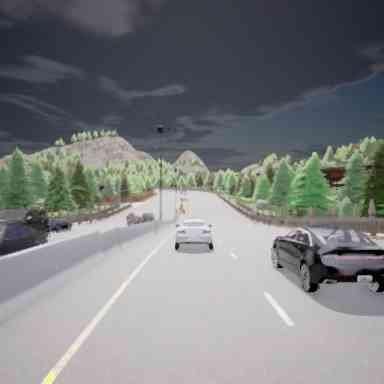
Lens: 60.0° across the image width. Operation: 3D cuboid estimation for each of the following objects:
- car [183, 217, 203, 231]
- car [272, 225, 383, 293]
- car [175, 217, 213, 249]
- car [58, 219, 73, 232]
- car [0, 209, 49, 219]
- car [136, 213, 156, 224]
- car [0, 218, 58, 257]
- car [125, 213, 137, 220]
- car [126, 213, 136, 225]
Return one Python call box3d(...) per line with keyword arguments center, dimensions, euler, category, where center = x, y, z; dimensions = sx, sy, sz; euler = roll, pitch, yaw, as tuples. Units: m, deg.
box3d(center=(0.090, 3.643, 38.922), dimensions=(2.128, 1.511, 4.902), euler=(0, -4, 0), category="car")
box3d(center=(3.598, 1.684, 9.359), dimensions=(2.128, 1.511, 4.902), euler=(0, -2, 0), category="car")
box3d(center=(0.095, 2.166, 17.763), dimensions=(1.812, 1.442, 4.674), euler=(0, -4, 0), category="car")
box3d(center=(-14.087, 3.432, 34.431), dimensions=(1.895, 1.301, 4.718), euler=(0, -4, 0), category="car")
box3d(center=(-10.601, 2.045, 20.281), dimensions=(2.150, 2.045, 5.566), euler=(0, -4, 0), category="car")
box3d(center=(-7.054, 4.395, 53.339), dimensions=(2.150, 2.045, 5.566), euler=(0, -4, 1), category="car")
box3d(center=(-7.102, 1.865, 12.106), dimensions=(2.033, 1.411, 5.357), euler=(0, -3, 0), category="car")
box3d(center=(-14.020, 5.654, 76.764), dimensions=(1.837, 1.490, 4.892), euler=(0, -1, 0), category="car")
box3d(center=(-10.535, 5.094, 61.514), dimensions=(2.097, 1.767, 4.553), euler=(0, -3, 0), category="car")
